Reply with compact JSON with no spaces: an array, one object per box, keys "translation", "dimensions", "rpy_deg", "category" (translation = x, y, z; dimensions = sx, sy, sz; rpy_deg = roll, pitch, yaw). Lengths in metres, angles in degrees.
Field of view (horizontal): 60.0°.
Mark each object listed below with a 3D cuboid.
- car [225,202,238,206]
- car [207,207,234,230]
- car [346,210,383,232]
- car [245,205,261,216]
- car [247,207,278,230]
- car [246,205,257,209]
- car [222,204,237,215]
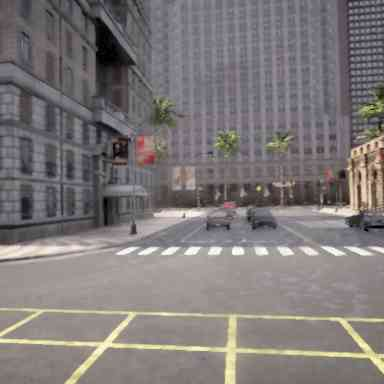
[{"translation":[6.103,2.605,53.249],"dimensions":[2.150,2.045,5.566],"rpy_deg":[-1,-1,9],"category":"car"},{"translation":[2.253,2.256,27.095],"dimensions":[1.812,1.442,4.674],"rpy_deg":[-1,-2,8],"category":"car"},{"translation":[12.459,1.961,23.332],"dimensions":[2.033,1.411,5.357],"rpy_deg":[-1,-2,9],"category":"car"},{"translation":[9.166,2.727,50.122],"dimensions":[2.128,1.511,4.902],"rpy_deg":[-1,-1,9],"category":"car"},{"translation":[5.764,2.202,26.968],"dimensions":[2.033,1.411,5.357],"rpy_deg":[-1,-2,8],"category":"car"},{"translation":[7.252,2.464,37.390],"dimensions":[2.033,1.411,5.357],"rpy_deg":[-1,-2,8],"category":"car"},{"translation":[3.802,2.509,37.985],"dimensions":[1.837,1.490,4.892],"rpy_deg":[-1,-1,8],"category":"car"}]
